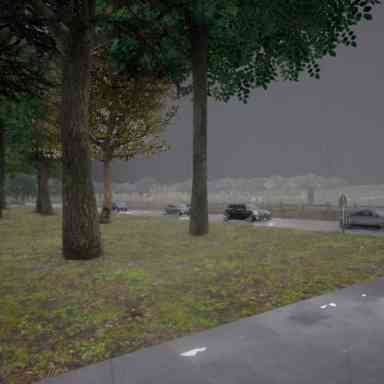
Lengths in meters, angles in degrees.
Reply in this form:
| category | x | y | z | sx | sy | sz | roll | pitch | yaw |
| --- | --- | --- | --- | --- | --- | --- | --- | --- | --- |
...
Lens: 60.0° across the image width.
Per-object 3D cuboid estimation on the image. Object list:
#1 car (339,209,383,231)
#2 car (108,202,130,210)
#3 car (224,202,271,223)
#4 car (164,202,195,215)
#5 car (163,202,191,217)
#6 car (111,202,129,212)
| category | x | y | z | sx | sy | sz | roll | pitch | yaw |
| --- | --- | --- | --- | --- | --- | --- | --- | --- | --- |
| car | 11.397 | 1.785 | 20.710 | 1.994 | 1.385 | 4.181 | -1 | 0 | -35 |
| car | -13.561 | 2.566 | 61.395 | 2.033 | 1.411 | 5.357 | -1 | 0 | -35 |
| car | 4.911 | 1.782 | 29.940 | 2.097 | 1.767 | 4.553 | -1 | 0 | -35 |
| car | -1.740 | 2.168 | 44.554 | 1.837 | 1.490 | 4.892 | -1 | 0 | -35 |
| car | -1.719 | 2.144 | 39.402 | 1.837 | 1.490 | 4.892 | -1 | 0 | -35 |
| car | -11.980 | 2.464 | 54.181 | 1.837 | 1.490 | 4.892 | -1 | -1 | -35 |
